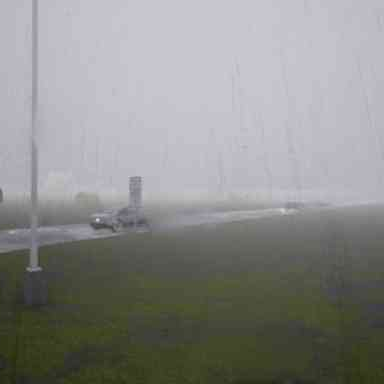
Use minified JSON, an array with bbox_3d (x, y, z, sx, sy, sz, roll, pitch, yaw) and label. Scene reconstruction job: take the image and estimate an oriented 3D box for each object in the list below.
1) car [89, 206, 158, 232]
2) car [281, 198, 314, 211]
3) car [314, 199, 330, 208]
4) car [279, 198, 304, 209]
[{"bbox_3d":[-3.910,1.499,19.609,1.994,1.385,4.181,0,0,37],"label":"car"},{"bbox_3d":[13.841,1.623,43.450,1.882,1.535,5.008,0,0,37],"label":"car"},{"bbox_3d":[20.063,1.809,51.913,1.895,1.301,4.718,0,0,37],"label":"car"},{"bbox_3d":[14.858,1.652,49.512,2.128,1.511,4.902,0,0,37],"label":"car"}]
